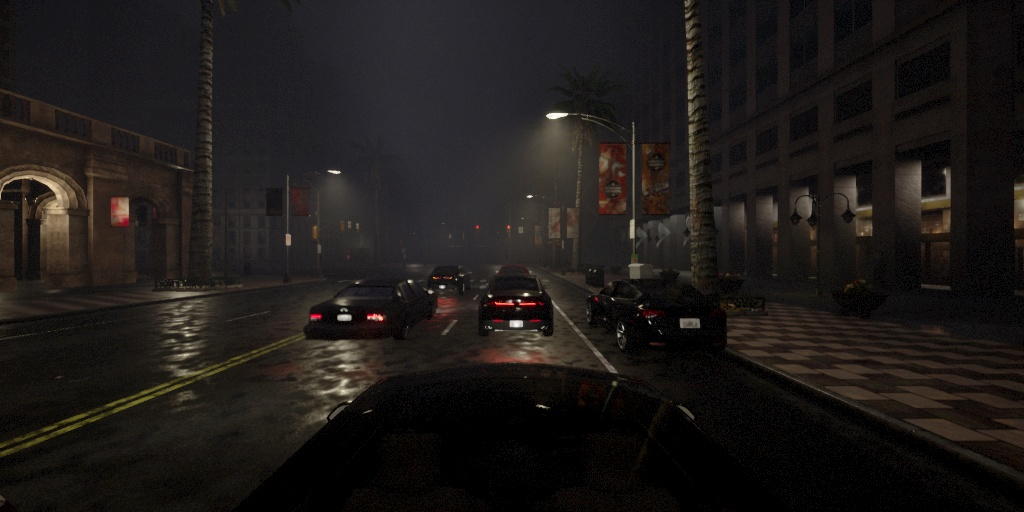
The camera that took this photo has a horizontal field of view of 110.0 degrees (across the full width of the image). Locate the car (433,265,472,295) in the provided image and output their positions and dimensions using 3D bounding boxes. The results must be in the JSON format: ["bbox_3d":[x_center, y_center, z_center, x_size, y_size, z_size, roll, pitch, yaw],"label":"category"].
[{"bbox_3d":[-3.395,1.255,19.876,1.837,1.490,4.892,0,0,0],"label":"car"}]

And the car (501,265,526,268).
[{"bbox_3d":[0.100,1.228,19.819,1.882,1.535,5.008,0,0,0],"label":"car"}]

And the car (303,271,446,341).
[{"bbox_3d":[-3.397,1.298,9.784,2.033,1.411,5.357,0,0,0],"label":"car"}]

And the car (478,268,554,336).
[{"bbox_3d":[0.091,1.254,10.369,1.837,1.490,4.892,0,0,0],"label":"car"}]
